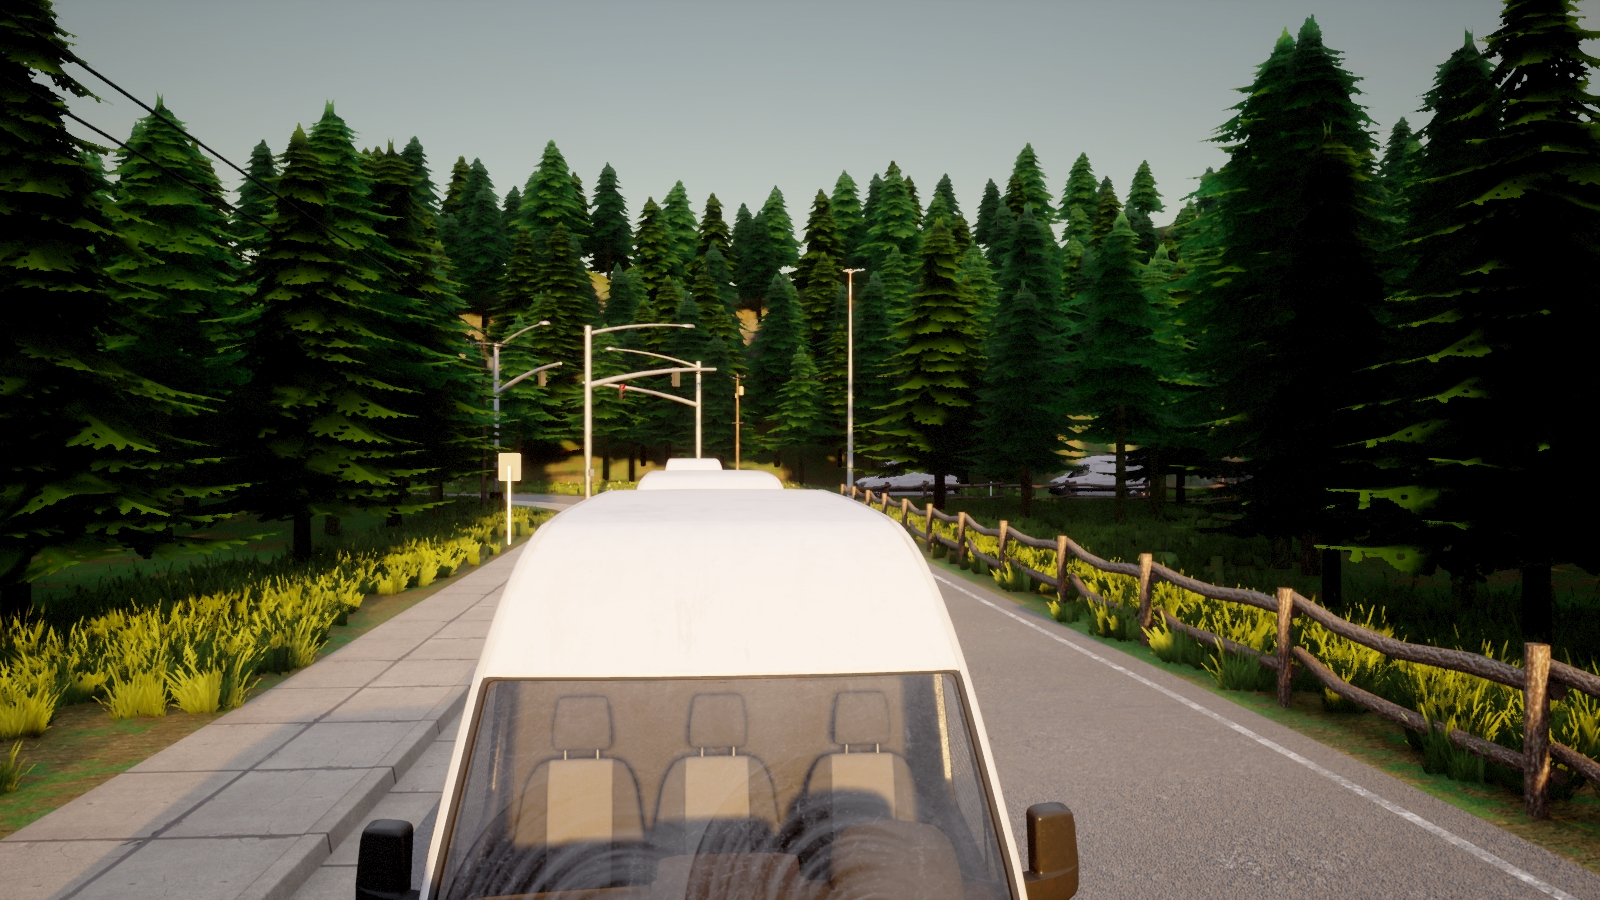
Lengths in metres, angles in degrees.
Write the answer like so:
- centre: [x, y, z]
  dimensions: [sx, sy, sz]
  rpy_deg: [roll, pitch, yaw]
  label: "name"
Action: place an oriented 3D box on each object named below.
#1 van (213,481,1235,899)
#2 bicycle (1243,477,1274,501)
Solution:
- centre: [-0.351, 1.499, 5.176]
  dimensions: [1.988, 2.561, 5.915]
  rpy_deg: [0, 0, -5]
  label: "van"
- centre: [25.276, 2.158, 62.961]
  dimensions: [1.487, 1.276, 0.859]
  rpy_deg: [0, 0, 27]
  label: "bicycle"
